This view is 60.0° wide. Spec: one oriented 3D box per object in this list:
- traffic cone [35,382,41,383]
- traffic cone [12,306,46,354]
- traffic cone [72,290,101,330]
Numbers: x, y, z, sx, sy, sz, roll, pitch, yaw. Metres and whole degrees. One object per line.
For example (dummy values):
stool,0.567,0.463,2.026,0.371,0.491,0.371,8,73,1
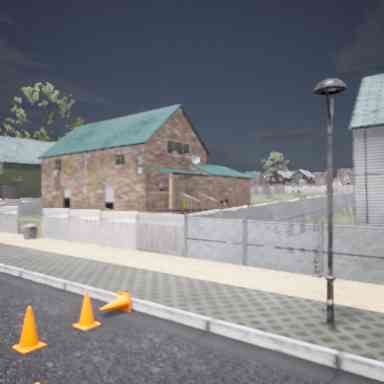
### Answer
traffic cone,-1.358,1.973,2.920,0.340,0.580,0.340,0,0,36
traffic cone,-2.395,1.983,4.900,0.340,0.580,0.340,0,0,36
traffic cone,-1.810,1.989,5.711,0.340,0.580,0.340,0,0,36
